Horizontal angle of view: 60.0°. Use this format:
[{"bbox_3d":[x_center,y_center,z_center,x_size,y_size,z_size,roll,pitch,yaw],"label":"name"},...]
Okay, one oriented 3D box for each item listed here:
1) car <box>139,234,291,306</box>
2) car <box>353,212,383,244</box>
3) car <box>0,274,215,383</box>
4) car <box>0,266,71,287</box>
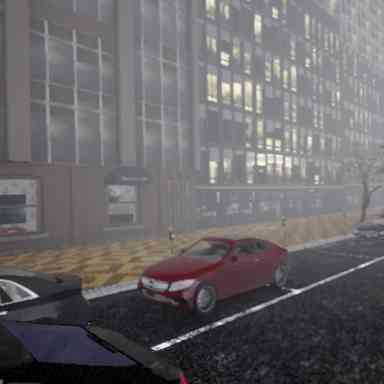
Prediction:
[{"bbox_3d":[0.737,1.681,7.779,4.206,1.307,1.802,0,-2,-43],"label":"car"},{"bbox_3d":[9.050,1.636,15.531,4.403,1.369,2.008,0,-2,-43],"label":"car"},{"bbox_3d":[-1.910,1.621,1.765,4.181,1.385,1.994,0,-1,-43],"label":"car"},{"bbox_3d":[-3.421,1.657,3.904,4.403,1.369,2.008,0,-2,-43],"label":"car"}]
